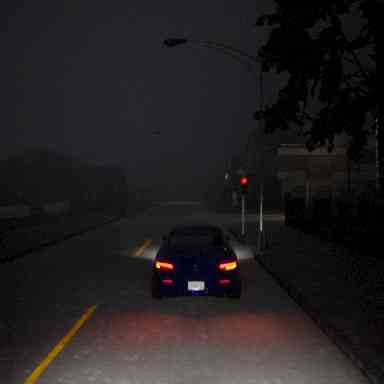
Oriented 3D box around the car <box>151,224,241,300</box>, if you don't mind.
[{"bbox_3d":[0.101,1.520,8.284,1.812,1.442,4.674,0,0,1],"label":"car"}]
